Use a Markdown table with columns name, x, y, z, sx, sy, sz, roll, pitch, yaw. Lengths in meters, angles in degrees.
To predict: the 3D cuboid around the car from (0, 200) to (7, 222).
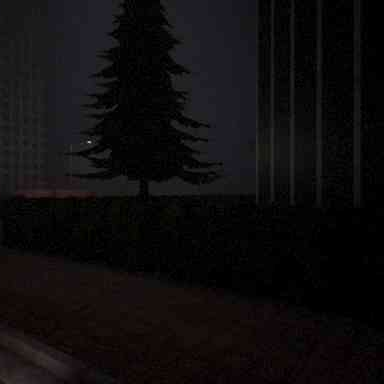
| name | x | y | z | sx | sy | sz | roll | pitch | yaw |
| --- | --- | --- | --- | --- | --- | --- | --- | --- | --- |
| car | -15.811 | 1.569 | 24.632 | 1.812 | 1.442 | 4.674 | 0 | 0 | 36 |

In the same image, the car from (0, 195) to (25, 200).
| name | x | y | z | sx | sy | sz | roll | pitch | yaw |
| --- | --- | --- | --- | --- | --- | --- | --- | --- | --- |
| car | -17.165 | 1.262 | 28.793 | 2.150 | 2.045 | 5.566 | 0 | 0 | 36 |
